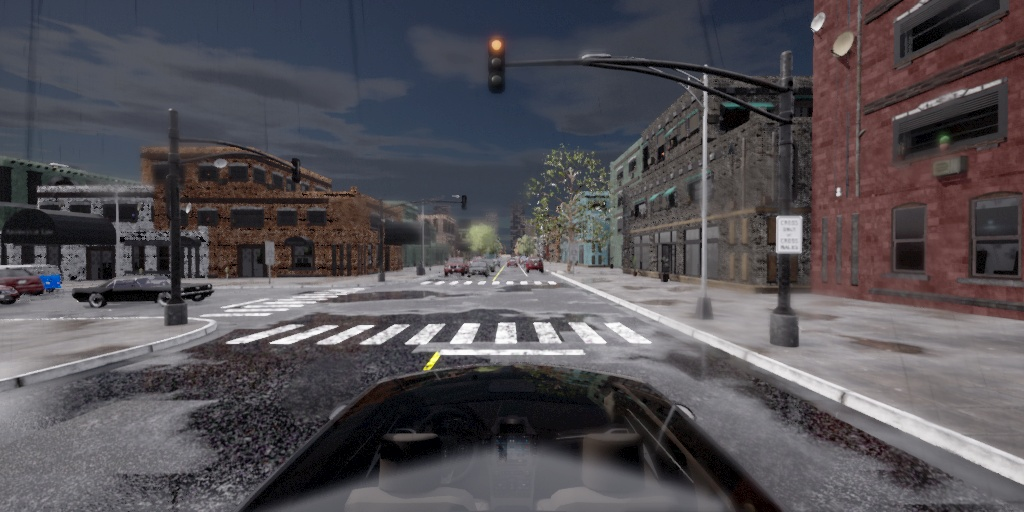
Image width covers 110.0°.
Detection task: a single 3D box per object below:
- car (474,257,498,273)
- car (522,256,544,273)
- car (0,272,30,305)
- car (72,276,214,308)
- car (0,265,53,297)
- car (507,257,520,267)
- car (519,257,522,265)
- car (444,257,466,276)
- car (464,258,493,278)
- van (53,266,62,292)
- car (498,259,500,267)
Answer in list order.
[{"bbox_3d":[-3.107,1.087,43.222,2.097,1.767,4.553,0,0,0],"label":"car"},{"bbox_3d":[2.687,1.049,42.811,2.192,1.841,5.009,0,0,0],"label":"car"},{"bbox_3d":[-25.515,1.627,16.205,4.674,1.442,1.812,-1,1,-1],"label":"car"},{"bbox_3d":[-16.539,1.574,16.313,4.718,1.301,1.895,-1,1,-1],"label":"car"},{"bbox_3d":[-28.610,1.467,19.366,4.553,1.767,2.097,-1,1,-1],"label":"car"},{"bbox_3d":[0.090,1.252,64.299,1.812,1.442,4.674,0,0,0],"label":"car"},{"bbox_3d":[2.683,1.278,59.443,2.007,1.370,4.403,0,0,0],"label":"car"},{"bbox_3d":[-5.693,1.052,37.265,2.192,1.841,5.009,0,0,0],"label":"car"},{"bbox_3d":[-3.107,1.243,34.224,1.837,1.490,4.892,0,0,0],"label":"car"},{"bbox_3d":[-30.300,1.455,21.943,3.998,1.789,1.690,0,0,-1],"label":"van"},{"bbox_3d":[-3.061,1.218,63.546,2.128,1.511,4.902,0,0,0],"label":"car"}]
